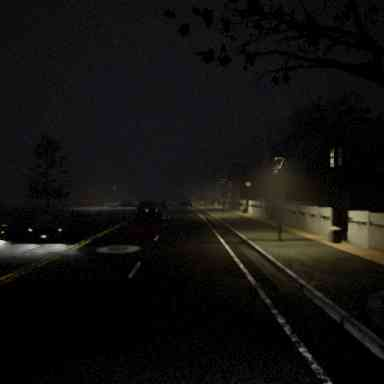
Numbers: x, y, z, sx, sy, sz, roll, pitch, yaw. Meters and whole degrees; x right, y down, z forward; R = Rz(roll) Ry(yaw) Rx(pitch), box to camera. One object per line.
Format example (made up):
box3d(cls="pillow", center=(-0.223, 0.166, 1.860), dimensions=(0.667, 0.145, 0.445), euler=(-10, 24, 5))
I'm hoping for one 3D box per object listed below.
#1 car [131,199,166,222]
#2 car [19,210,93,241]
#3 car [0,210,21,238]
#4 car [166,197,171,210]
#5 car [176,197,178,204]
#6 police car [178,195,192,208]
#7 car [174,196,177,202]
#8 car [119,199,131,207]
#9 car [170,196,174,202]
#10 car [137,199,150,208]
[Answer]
box3d(cls="car", center=(-3.681, 1.550, 28.802), dimensions=(2.097, 1.767, 4.553), euler=(0, 0, -2))
box3d(cls="car", center=(-6.819, 1.670, 17.853), dimensions=(2.033, 1.411, 5.357), euler=(0, 0, -1))
box3d(cls="car", center=(-10.088, 1.693, 18.379), dimensions=(1.994, 1.385, 4.181), euler=(0, 0, -1))
box3d(cls="car", center=(-4.526, 1.833, 48.057), dimensions=(2.128, 1.511, 4.902), euler=(0, 0, -3))
box3d(cls="car", center=(-1.687, 1.969, 68.137), dimensions=(1.882, 1.535, 5.008), euler=(0, 0, -4))
box3d(cls="police car", center=(-0.982, 1.839, 58.206), dimensions=(1.930, 1.638, 5.238), euler=(0, 0, -4))
box3d(cls="car", center=(-2.169, 1.764, 74.188), dimensions=(2.150, 2.045, 5.566), euler=(0, 0, -5))
box3d(cls="car", center=(-11.882, 1.969, 59.660), dimensions=(1.812, 1.442, 4.674), euler=(0, 0, -3))
box3d(cls="car", center=(-4.753, 1.969, 91.695), dimensions=(2.097, 1.767, 4.553), euler=(0, 0, -6))
box3d(cls="car", center=(-8.598, 1.960, 59.125), dimensions=(1.812, 1.442, 4.674), euler=(0, 0, -3))
